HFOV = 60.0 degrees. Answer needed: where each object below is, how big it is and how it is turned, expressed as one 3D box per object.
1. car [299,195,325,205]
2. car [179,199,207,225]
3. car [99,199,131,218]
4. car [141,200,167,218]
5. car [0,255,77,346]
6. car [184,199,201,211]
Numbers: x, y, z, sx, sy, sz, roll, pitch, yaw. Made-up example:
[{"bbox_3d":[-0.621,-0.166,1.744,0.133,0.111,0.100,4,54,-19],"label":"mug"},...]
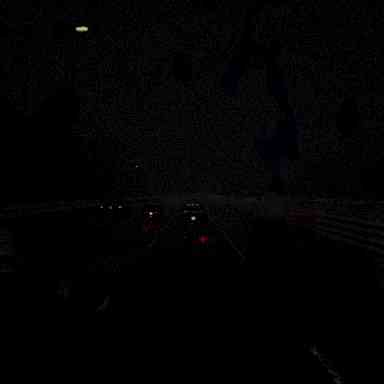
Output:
[{"bbox_3d":[23.520,1.510,65.441,2.150,2.045,5.566,0,0,-21],"label":"car"},{"bbox_3d":[0.099,1.511,24.328,2.128,1.511,4.902,0,0,0],"label":"car"},{"bbox_3d":[-6.898,1.375,30.399,2.097,1.767,4.553,0,0,0],"label":"car"},{"bbox_3d":[-3.408,1.533,29.983,1.837,1.490,4.892,0,0,0],"label":"car"},{"bbox_3d":[-3.401,1.603,5.090,1.895,1.301,4.718,0,0,0],"label":"car"},{"bbox_3d":[0.098,1.601,42.514,2.033,1.411,5.357,0,0,0],"label":"car"}]
